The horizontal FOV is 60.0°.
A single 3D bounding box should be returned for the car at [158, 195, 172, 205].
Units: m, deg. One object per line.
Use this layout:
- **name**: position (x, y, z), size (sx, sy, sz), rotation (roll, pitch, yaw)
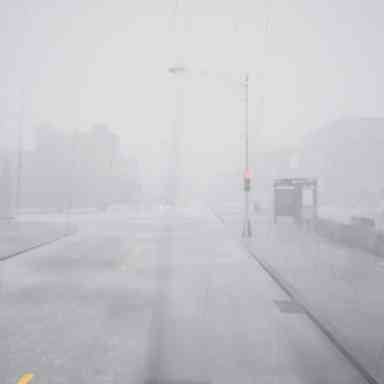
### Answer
- **car**: position (-3.997, 1.164, 49.993), size (2.128, 1.511, 4.902), rotation (0, 0, 0)
